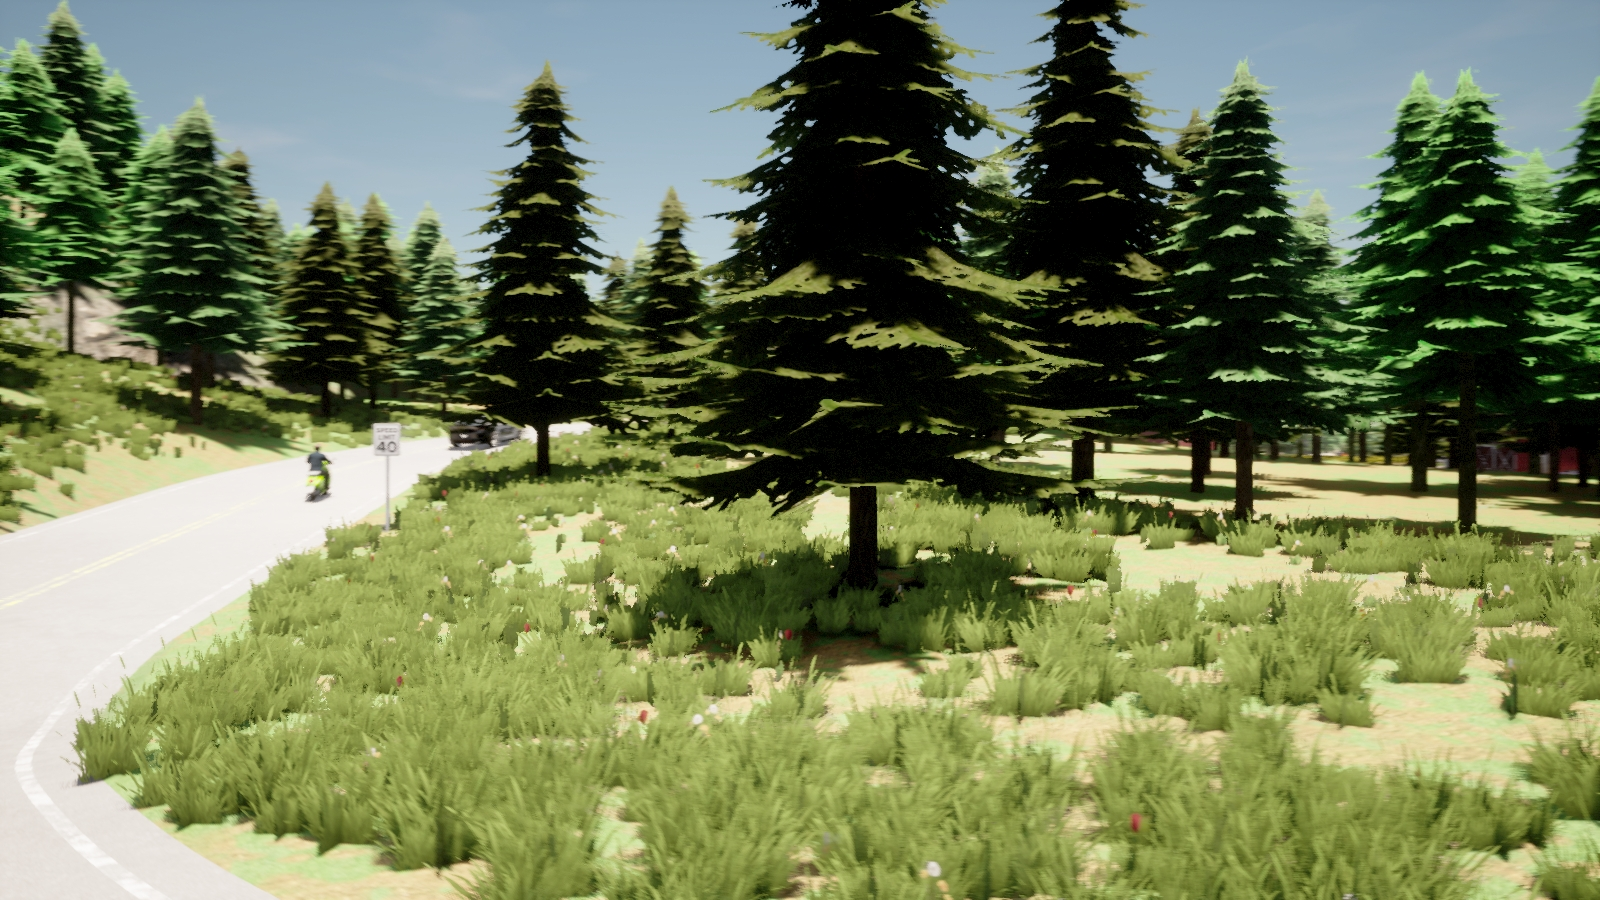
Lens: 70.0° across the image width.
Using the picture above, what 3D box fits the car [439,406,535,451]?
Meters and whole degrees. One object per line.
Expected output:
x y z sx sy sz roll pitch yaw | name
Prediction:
-14.079 -1.016 51.830 2.097 1.638 5.238 0 5 10 | car
